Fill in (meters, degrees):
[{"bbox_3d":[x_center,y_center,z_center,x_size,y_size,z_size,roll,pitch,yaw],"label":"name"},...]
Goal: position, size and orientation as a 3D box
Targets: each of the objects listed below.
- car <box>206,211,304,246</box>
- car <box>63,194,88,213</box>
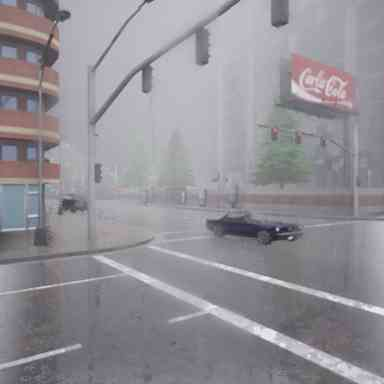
[{"bbox_3d":[2.785,1.592,15.557,1.895,1.301,4.718,0,0,-36],"label":"car"},{"bbox_3d":[-12.538,1.205,36.710,2.150,2.045,5.566,0,0,-36],"label":"car"}]
